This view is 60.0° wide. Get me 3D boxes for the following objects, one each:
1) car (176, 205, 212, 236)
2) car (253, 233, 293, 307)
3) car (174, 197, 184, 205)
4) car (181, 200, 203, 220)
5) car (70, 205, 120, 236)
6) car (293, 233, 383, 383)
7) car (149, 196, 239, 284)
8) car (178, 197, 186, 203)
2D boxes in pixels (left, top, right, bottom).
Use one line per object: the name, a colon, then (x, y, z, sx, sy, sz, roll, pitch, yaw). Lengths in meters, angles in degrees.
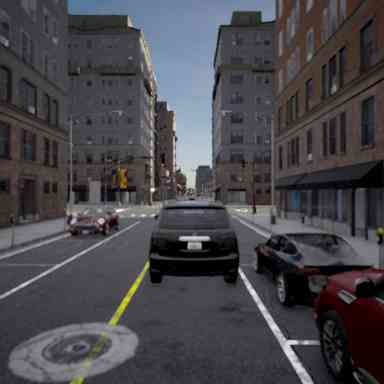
car: (0.108, 1.584, 19.881, 1.837, 1.490, 4.892, 0, 0, 0)
car: (2.639, 1.595, 7.876, 1.947, 1.339, 4.313, 0, 0, 0)
car: (-2.726, 1.862, 71.343, 1.837, 1.490, 4.892, 0, 0, 0)
car: (-0.084, 1.609, 31.069, 1.882, 1.535, 5.008, 0, 0, -3)
car: (-5.383, 1.514, 18.790, 1.967, 1.590, 4.097, 0, 0, 0)
car: (2.636, 1.324, 2.423, 2.192, 1.841, 5.009, 0, 0, 0)
car: (0.029, 1.258, 9.850, 2.150, 2.045, 5.566, 0, 0, -1)
car: (-2.671, 2.019, 86.727, 1.994, 1.385, 4.181, 0, 0, 0)
